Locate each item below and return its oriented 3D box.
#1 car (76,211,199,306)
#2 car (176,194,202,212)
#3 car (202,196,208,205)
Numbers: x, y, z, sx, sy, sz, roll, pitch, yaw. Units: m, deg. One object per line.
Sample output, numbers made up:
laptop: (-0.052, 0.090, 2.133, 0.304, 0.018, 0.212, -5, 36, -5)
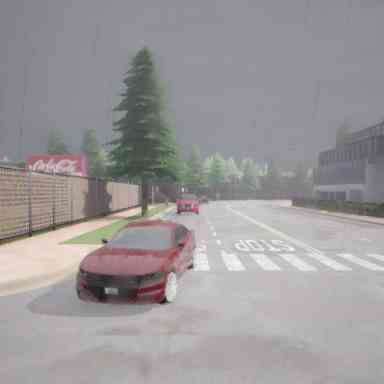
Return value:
car: (-1.061, 1.496, 8.446, 1.882, 1.535, 5.008, 1, 0, 9)
car: (-0.376, 1.246, 33.848, 2.150, 2.045, 5.566, 0, 0, 1)
car: (1.456, 1.450, 59.335, 2.128, 1.511, 4.902, 0, 0, 20)
